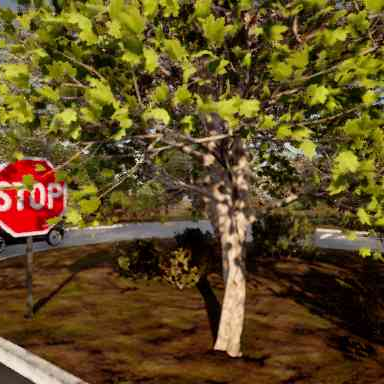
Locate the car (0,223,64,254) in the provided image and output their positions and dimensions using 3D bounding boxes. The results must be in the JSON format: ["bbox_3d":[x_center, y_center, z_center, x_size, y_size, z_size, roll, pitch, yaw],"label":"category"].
[{"bbox_3d":[-7.476,1.589,13.845,2.128,1.511,4.902,0,-2,20],"label":"car"}]
